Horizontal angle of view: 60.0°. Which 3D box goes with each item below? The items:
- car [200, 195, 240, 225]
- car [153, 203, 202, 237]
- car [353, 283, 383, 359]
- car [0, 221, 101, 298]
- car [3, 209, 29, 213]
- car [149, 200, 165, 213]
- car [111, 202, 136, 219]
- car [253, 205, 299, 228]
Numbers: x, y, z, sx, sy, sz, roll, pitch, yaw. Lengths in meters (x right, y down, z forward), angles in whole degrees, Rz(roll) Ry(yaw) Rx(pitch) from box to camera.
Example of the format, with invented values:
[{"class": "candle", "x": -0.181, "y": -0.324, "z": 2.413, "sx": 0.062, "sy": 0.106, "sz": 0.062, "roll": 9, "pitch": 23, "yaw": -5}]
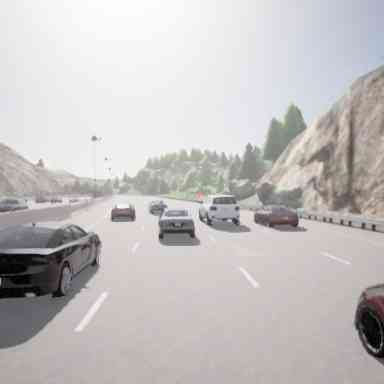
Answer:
[{"class": "car", "x": 1.866, "y": 1.236, "z": 24.166, "sx": 2.150, "sy": 2.045, "sz": 5.566, "roll": 0, "pitch": 0, "yaw": -7}, {"class": "car", "x": -0.923, "y": 1.563, "z": 18.025, "sx": 2.033, "sy": 1.411, "sz": 5.357, "roll": 0, "pitch": 0, "yaw": -6}, {"class": "car", "x": 3.459, "y": 1.559, "z": 3.347, "sx": 1.994, "sy": 1.385, "sz": 4.181, "roll": 0, "pitch": 0, "yaw": -1}, {"class": "car", "x": -3.726, "y": 1.492, "z": 8.588, "sx": 1.882, "sy": 1.535, "sz": 5.008, "roll": 0, "pitch": 0, "yaw": -3}, {"class": "car", "x": -17.256, "y": 1.414, "z": 31.760, "sx": 2.097, "sy": 1.767, "sz": 4.553, "roll": 0, "pitch": 0, "yaw": -11}, {"class": "car", "x": -3.801, "y": 1.584, "z": 36.990, "sx": 2.033, "sy": 1.411, "sz": 5.357, "roll": 0, "pitch": 0, "yaw": -11}, {"class": "car", "x": -5.976, "y": 1.599, "z": 29.167, "sx": 1.994, "sy": 1.385, "sz": 4.181, "roll": 0, "pitch": 0, "yaw": -9}, {"class": "car", "x": 5.567, "y": 1.569, "z": 22.533, "sx": 1.994, "sy": 1.385, "sz": 4.181, "roll": 0, "pitch": 0, "yaw": -7}]
